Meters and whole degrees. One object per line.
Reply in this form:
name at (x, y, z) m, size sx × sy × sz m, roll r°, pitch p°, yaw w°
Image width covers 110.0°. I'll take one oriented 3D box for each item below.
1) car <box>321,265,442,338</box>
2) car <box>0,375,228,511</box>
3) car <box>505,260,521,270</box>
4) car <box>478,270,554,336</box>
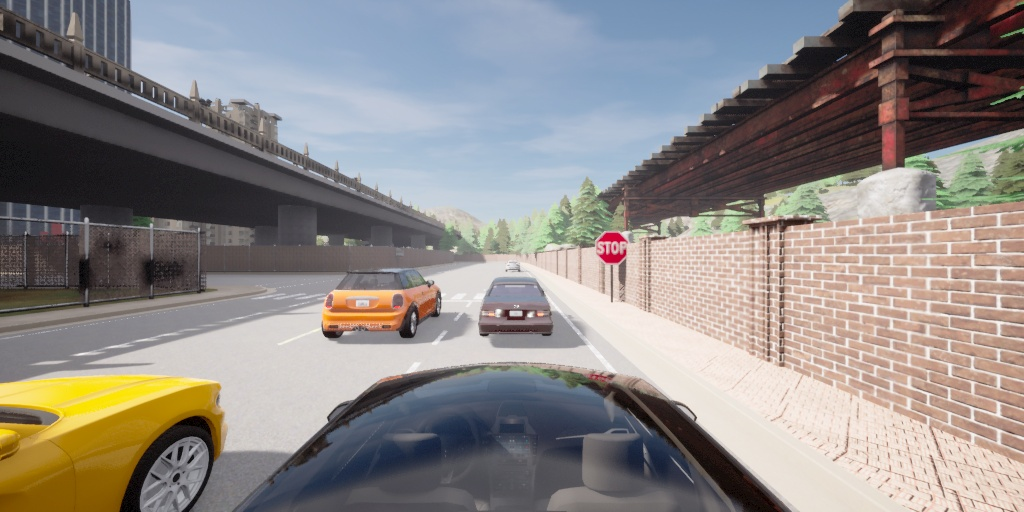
car at (-3.414, 1.102, 10.306) m, size 2.097 × 1.767 × 4.553 m, roll 0°, pitch 0°, yaw 0°
car at (-3.397, 1.228, 1.049) m, size 1.882 × 1.535 × 5.008 m, roll 0°, pitch 0°, yaw 0°
car at (0.106, 1.276, 46.209) m, size 1.812 × 1.442 × 4.674 m, roll 0°, pitch 0°, yaw -1°
car at (0.087, 1.297, 10.326) m, size 2.033 × 1.411 × 5.357 m, roll 0°, pitch 0°, yaw 0°
